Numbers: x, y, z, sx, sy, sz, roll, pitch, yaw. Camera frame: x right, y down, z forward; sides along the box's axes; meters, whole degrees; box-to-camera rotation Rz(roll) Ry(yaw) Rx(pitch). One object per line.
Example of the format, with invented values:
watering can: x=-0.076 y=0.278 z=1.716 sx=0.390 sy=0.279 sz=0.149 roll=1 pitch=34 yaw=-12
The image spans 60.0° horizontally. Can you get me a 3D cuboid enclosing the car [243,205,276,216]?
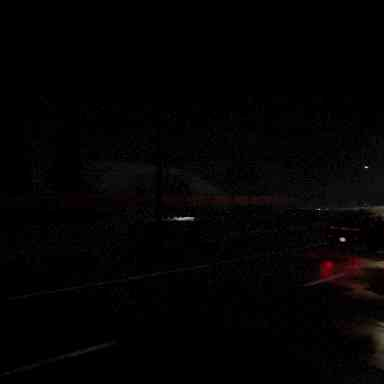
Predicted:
car: x=7.574 y=2.127 z=34.899 sx=1.994 sy=1.385 sz=4.181 roll=-1 pitch=-1 yaw=42

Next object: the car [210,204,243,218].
car: x=4.532 y=2.070 z=36.751 sx=1.882 sy=1.535 sz=5.008 roll=-1 pitch=-1 yaw=43

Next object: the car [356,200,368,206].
car: x=34.066 y=2.336 z=66.645 sx=1.837 sy=1.490 sz=4.892 roll=0 pitch=-1 yaw=28

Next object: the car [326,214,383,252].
car: x=7.928 y=1.740 z=15.189 sx=4.902 sy=1.511 sz=2.128 roll=1 pitch=-1 yaw=-42

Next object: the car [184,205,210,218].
car: x=1.031 y=2.178 z=38.136 sx=1.994 sy=1.385 sz=4.181 roll=-1 pitch=-1 yaw=43

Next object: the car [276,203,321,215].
car: x=10.801 y=2.083 z=33.182 sx=2.033 sy=1.411 sz=5.357 roll=-1 pitch=-1 yaw=42

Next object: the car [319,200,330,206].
car: x=27.815 y=2.371 z=69.794 sx=1.882 sy=1.535 sz=5.008 roll=0 pitch=-1 yaw=28

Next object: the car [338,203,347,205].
car: x=30.941 y=2.404 z=68.219 sx=2.033 sy=1.411 sz=5.357 roll=0 pitch=-1 yaw=28
